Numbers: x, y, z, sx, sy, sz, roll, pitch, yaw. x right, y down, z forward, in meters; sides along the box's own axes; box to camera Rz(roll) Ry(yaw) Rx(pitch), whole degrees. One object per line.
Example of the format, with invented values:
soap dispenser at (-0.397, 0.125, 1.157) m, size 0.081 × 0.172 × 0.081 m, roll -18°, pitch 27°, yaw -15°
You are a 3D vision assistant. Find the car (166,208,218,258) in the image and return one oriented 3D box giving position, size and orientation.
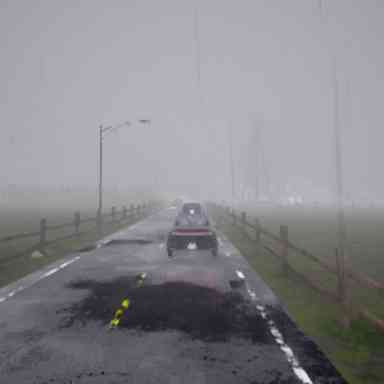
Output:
car at (0.021, 1.638, 13.505) m, size 2.128 × 1.511 × 4.902 m, roll 0°, pitch 0°, yaw 1°

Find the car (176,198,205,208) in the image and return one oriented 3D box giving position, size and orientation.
car at (0.020, 1.655, 28.451) m, size 2.097 × 1.767 × 4.553 m, roll 0°, pitch -1°, yaw 1°

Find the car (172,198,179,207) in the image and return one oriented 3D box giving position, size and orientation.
car at (-2.775, 2.062, 65.461) m, size 2.097 × 1.767 × 4.553 m, roll 0°, pitch -1°, yaw 0°
